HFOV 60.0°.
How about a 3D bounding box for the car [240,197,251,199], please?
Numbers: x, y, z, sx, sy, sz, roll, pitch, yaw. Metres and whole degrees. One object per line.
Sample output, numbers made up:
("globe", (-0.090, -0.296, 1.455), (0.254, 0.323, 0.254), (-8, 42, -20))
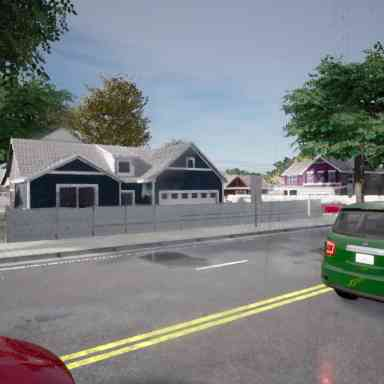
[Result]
("car", (7.867, 1.416, 43.792), (2.097, 1.767, 4.553), (-1, 0, -31))

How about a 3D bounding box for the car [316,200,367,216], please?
("car", (14.835, 1.545, 33.234), (1.994, 1.385, 4.181), (-1, 0, -36))

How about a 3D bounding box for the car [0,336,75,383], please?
("car", (-3.021, 1.476, 1.287), (5.008, 1.535, 1.882), (0, 0, -35))

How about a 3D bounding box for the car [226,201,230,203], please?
("car", (4.237, 1.709, 55.854), (1.895, 1.301, 4.718), (-1, 0, -29))

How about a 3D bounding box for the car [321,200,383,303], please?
("car", (5.102, 1.209, 7.120), (5.566, 2.045, 2.150), (0, 0, -35))
